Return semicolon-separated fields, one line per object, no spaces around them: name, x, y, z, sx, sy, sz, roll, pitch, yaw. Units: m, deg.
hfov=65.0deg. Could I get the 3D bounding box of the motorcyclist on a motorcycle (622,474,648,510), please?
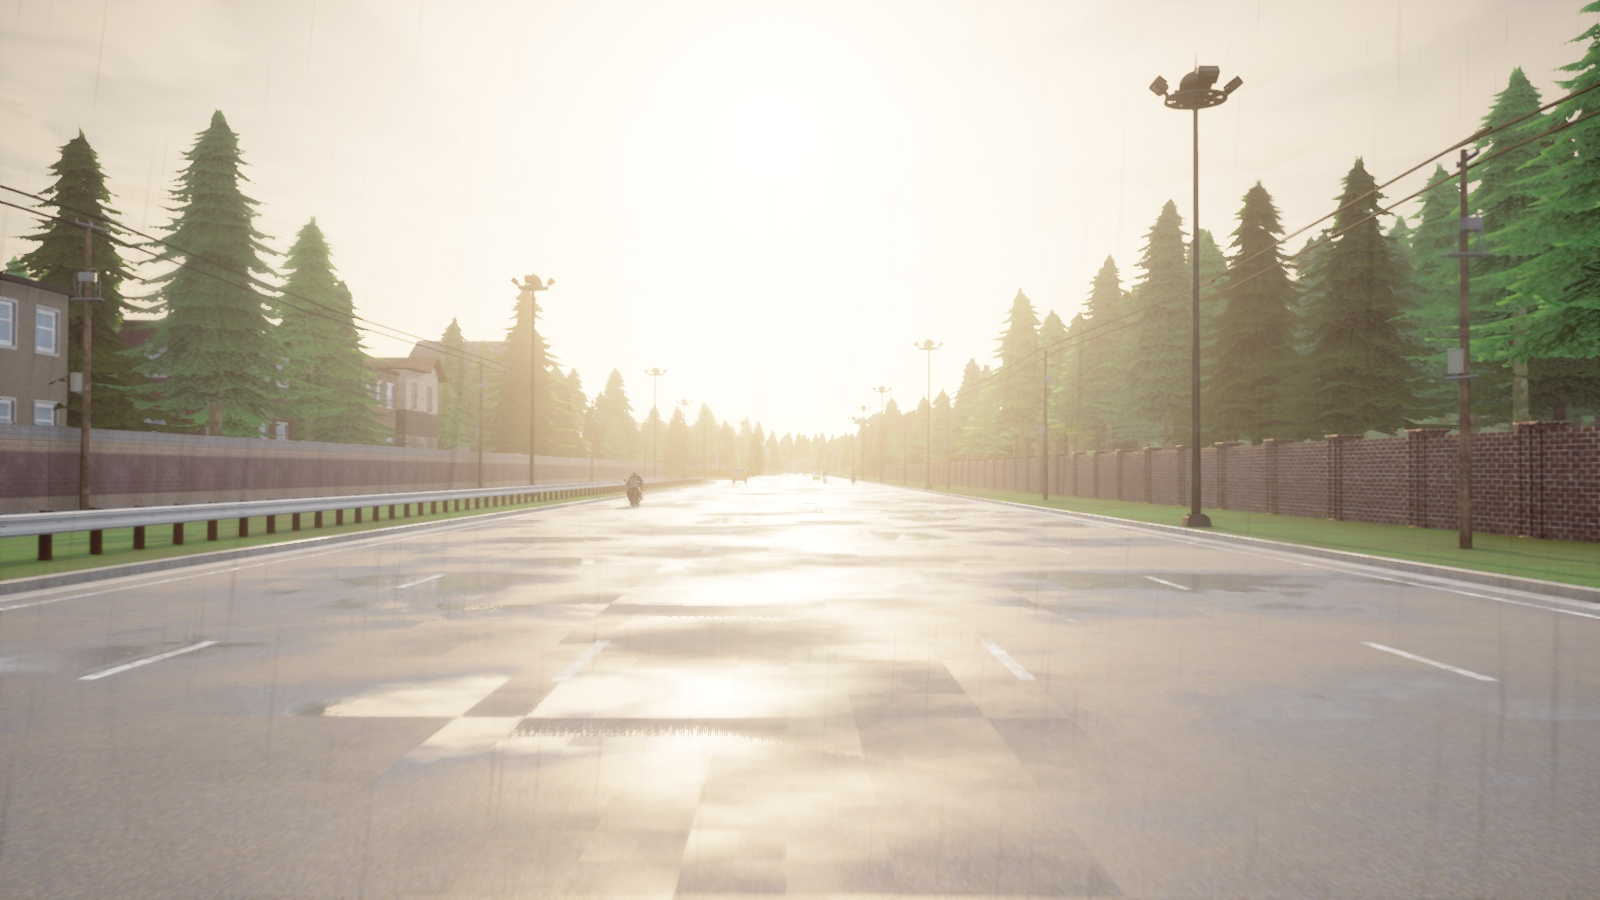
motorcyclist on a motorcycle;-7.131;1.789;54.414;0.866;1.530;2.191;0;-1;0
